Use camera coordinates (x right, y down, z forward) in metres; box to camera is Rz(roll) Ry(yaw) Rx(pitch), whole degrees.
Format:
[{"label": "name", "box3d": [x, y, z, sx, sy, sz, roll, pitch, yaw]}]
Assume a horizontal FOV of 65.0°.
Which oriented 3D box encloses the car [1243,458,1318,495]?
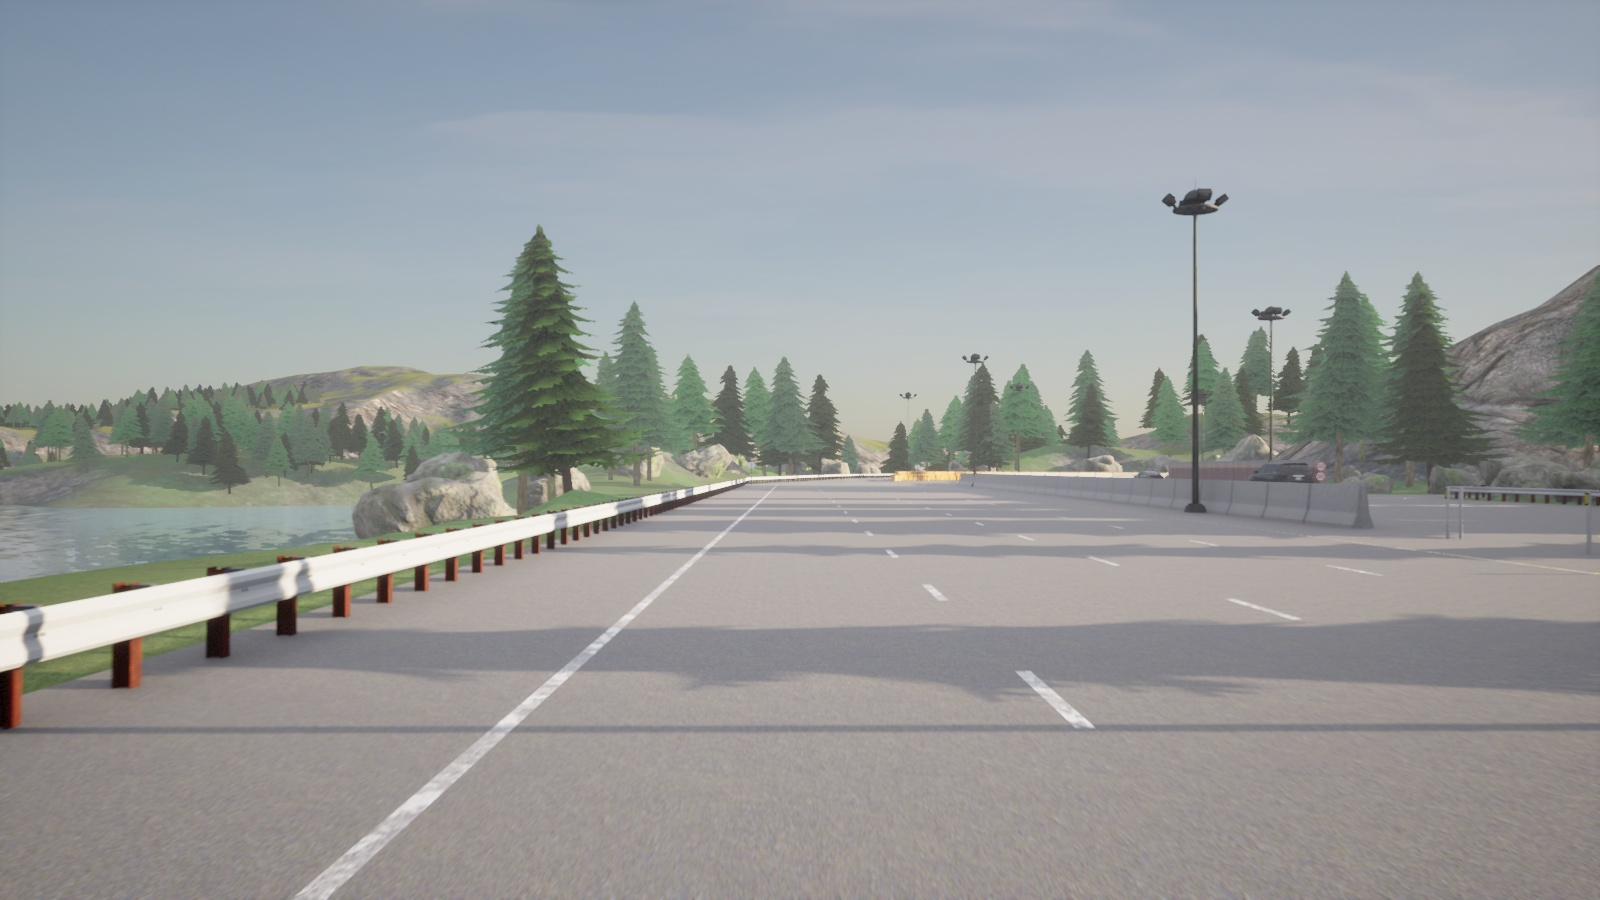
[{"label": "car", "box3d": [27.820, 1.509, 72.916, 2.150, 2.045, 5.566, 0, -1, 0]}]
